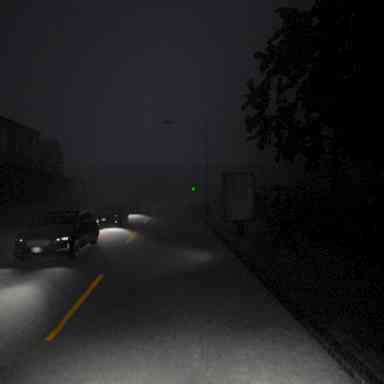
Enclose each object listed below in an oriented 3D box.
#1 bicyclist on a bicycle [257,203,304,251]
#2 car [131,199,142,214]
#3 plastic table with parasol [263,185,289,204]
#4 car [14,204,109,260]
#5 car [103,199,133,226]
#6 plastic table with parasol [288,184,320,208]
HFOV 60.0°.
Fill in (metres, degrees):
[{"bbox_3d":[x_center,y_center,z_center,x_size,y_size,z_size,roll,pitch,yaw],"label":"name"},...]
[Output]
[{"bbox_3d":[2.999,1.199,11.272,1.656,1.620,0.582,-1,1,-3],"label":"bicyclist on a bicycle"},{"bbox_3d":[-5.851,1.330,31.445,1.994,1.385,4.181,-1,1,-4],"label":"car"},{"bbox_3d":[11.563,0.353,45.837,2.482,2.480,2.482,-2,0,-43],"label":"plastic table with parasol"},{"bbox_3d":[-4.746,1.430,12.314,2.128,1.511,4.902,-1,1,-3],"label":"car"},{"bbox_3d":[-5.276,1.419,21.530,1.994,1.385,4.181,-1,1,-3],"label":"car"},{"bbox_3d":[12.540,0.400,37.187,2.482,2.480,2.482,0,4,45],"label":"plastic table with parasol"}]
